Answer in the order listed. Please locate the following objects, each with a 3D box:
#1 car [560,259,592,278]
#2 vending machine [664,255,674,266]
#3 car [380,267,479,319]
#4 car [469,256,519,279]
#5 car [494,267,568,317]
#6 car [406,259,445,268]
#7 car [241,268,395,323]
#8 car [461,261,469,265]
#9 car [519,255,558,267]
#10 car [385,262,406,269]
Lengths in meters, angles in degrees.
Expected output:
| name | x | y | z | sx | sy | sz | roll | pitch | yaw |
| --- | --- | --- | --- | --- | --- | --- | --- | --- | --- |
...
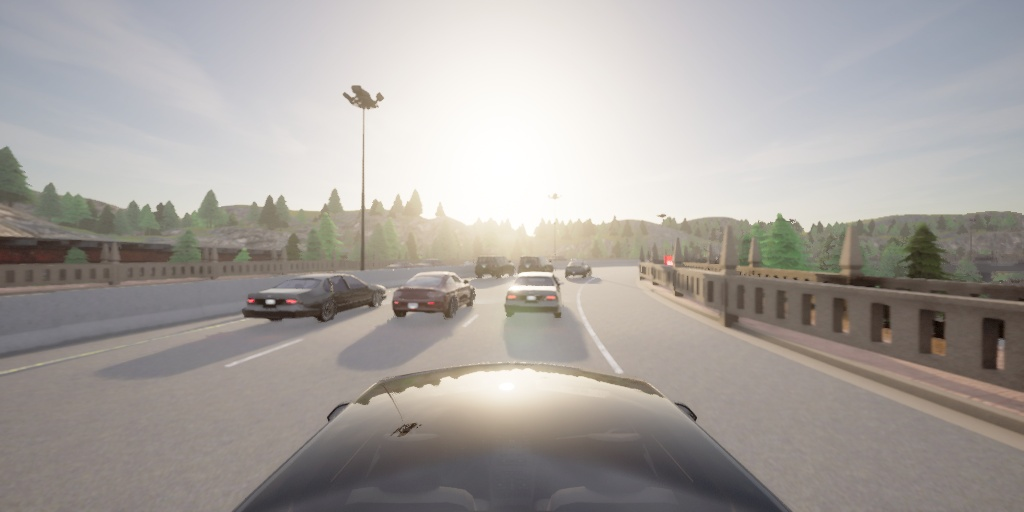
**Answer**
| name | x | y | z | sx | sy | sz | roll | pitch | yaw |
| --- | --- | --- | --- | --- | --- | --- | --- | --- | --- |
| car | 6.194 | 1.230 | 33.123 | 2.128 | 1.511 | 4.902 | 0 | 0 | 21 |
| vending machine | 15.514 | 0.901 | 35.318 | 1.100 | 2.100 | 0.880 | 0 | 0 | 26 |
| car | -2.623 | 1.273 | 12.702 | 1.812 | 1.442 | 4.674 | 0 | 0 | 6 |
| car | -1.474 | 0.979 | 32.685 | 2.150 | 2.045 | 5.566 | 0 | 0 | 19 |
| car | 0.903 | 1.295 | 13.131 | 2.033 | 1.411 | 5.357 | 0 | 0 | 8 |
| car | -9.551 | 1.143 | 41.188 | 2.097 | 1.767 | 4.553 | 0 | 0 | 23 |
| car | -6.247 | 1.293 | 12.196 | 2.033 | 1.411 | 5.357 | 0 | 0 | 7 |
| car | -4.957 | 1.310 | 43.068 | 1.812 | 1.442 | 4.674 | 0 | 0 | 25 |
| car | 2.240 | 0.970 | 32.676 | 2.150 | 2.045 | 5.566 | 0 | 0 | 20 |
| car | -12.999 | 1.365 | 42.025 | 1.994 | 1.385 | 4.181 | 0 | 0 | 23 |
